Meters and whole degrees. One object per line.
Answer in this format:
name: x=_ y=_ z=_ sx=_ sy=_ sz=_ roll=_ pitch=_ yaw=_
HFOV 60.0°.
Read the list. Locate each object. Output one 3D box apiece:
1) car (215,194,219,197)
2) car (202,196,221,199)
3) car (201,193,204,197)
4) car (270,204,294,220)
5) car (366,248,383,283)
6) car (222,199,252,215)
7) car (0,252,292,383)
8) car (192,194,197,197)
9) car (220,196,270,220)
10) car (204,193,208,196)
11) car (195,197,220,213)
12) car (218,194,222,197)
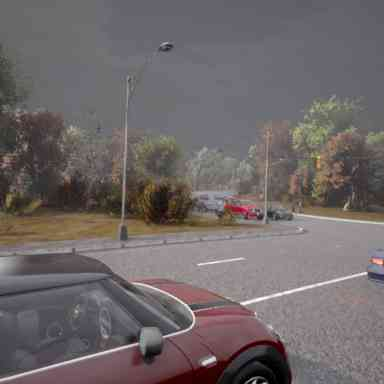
car: x=6.317 y=1.162 z=79.456 sx=1.994 sy=1.385 sz=4.181 roll=2 pitch=2 yaw=-1
car: x=3.099 y=1.937 z=53.770 sx=1.994 sy=1.385 sz=4.181 roll=2 pitch=1 yaw=-15
car: x=0.437 y=1.171 z=67.092 sx=2.097 sy=1.767 sz=4.553 roll=2 pitch=2 yaw=-8
car: x=9.035 y=2.095 z=36.440 sx=2.097 sy=1.767 sz=4.553 roll=3 pitch=-1 yaw=-23
car: x=6.540 y=1.662 z=8.442 sx=5.357 sy=1.411 sz=2.033 roll=2 pitch=-1 yaw=-36
car: x=5.939 y=1.992 z=44.413 sx=2.097 sy=1.767 sz=4.553 roll=3 pitch=0 yaw=-19
car: x=-1.211 y=1.354 z=2.883 sx=4.553 sy=1.767 sz=2.097 roll=0 pitch=0 yaw=-36
car: x=-0.838 y=1.371 z=54.967 sx=2.150 sy=2.045 sz=5.566 roll=2 pitch=2 yaw=-13
car: x=5.534 y=1.808 z=35.657 sx=2.150 sy=2.045 sz=5.566 roll=3 pitch=-1 yaw=-22
car: x=2.863 y=1.041 z=78.373 sx=2.128 sy=1.511 sz=4.902 roll=2 pitch=2 yaw=-1
car: x=2.043 y=1.960 z=44.918 sx=1.837 sy=1.490 sz=4.892 roll=3 pitch=0 yaw=-18
car: x=7.402 y=1.555 z=69.251 sx=1.837 sy=1.490 sz=4.892 roll=2 pitch=3 yaw=-8
